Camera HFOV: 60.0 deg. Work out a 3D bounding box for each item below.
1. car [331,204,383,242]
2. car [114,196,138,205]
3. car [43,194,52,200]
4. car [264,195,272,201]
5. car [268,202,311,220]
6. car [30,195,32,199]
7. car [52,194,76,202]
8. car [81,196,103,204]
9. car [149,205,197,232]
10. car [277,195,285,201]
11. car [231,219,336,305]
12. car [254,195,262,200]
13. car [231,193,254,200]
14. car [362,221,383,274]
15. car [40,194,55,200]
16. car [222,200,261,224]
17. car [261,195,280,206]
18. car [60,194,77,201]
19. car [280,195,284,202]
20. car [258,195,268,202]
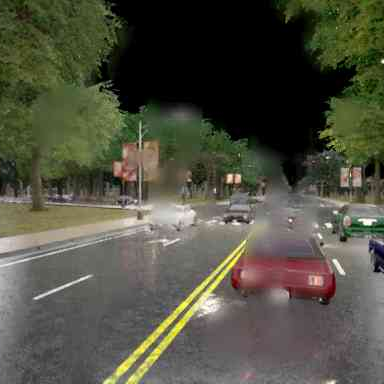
[{"bbox_3d":[8.098,1.348,16.198,2.097,1.767,4.553,0,0,17],"label":"car"},{"bbox_3d":[-10.847,1.351,54.682,4.902,1.511,2.128,0,0,41],"label":"car"},{"bbox_3d":[-31.653,1.247,76.620,4.674,1.442,1.812,0,0,40],"label":"car"},{"bbox_3d":[20.185,1.519,88.333,1.812,1.442,4.674,0,0,17],"label":"car"},{"bbox_3d":[4.964,1.501,17.073,1.837,1.490,4.892,0,0,17],"label":"car"},{"bbox_3d":[-39.247,1.240,83.046,4.181,1.385,1.994,0,0,40],"label":"car"},{"bbox_3d":[-26.003,1.289,67.582,4.674,1.442,1.812,0,0,40],"label":"car"},{"bbox_3d":[-18.268,1.412,60.973,4.718,1.301,1.895,0,0,41],"label":"car"},{"bbox_3d":[-1.021,1.521,20.415,1.812,1.442,4.674,0,0,17],"label":"car"},{"bbox_3d":[24.154,1.475,90.154,1.882,1.535,5.008,0,0,17],"label":"car"},{"bbox_3d":[2.270,1.599,8.215,1.895,1.301,4.718,0,0,17],"label":"car"},{"bbox_3d":[12.539,1.539,63.827,2.033,1.411,5.357,0,0,18],"label":"car"},{"bbox_3d":[6.700,1.177,45.290,2.150,2.045,5.566,0,0,18],"label":"car"},{"bbox_3d":[5.477,1.599,7.599,1.895,1.301,4.718,0,0,17],"label":"car"},{"bbox_3d":[-37.146,1.239,85.526,4.181,1.385,1.994,0,0,40],"label":"car"},{"bbox_3d":[3.581,1.542,24.368,2.033,1.411,5.357,0,0,17],"label":"car"},{"bbox_3d":[12.587,1.516,53.209,1.812,1.442,4.674,0,0,17],"label":"car"},{"bbox_3d":[-29.273,1.247,78.865,4.674,1.442,1.812,0,0,40],"label":"car"},{"bbox_3d":[16.981,1.534,67.055,2.033,1.411,5.357,0,0,17],"label":"car"},{"bbox_3d":[16.120,1.470,75.242,1.882,1.535,5.008,0,0,17],"label":"car"}]
